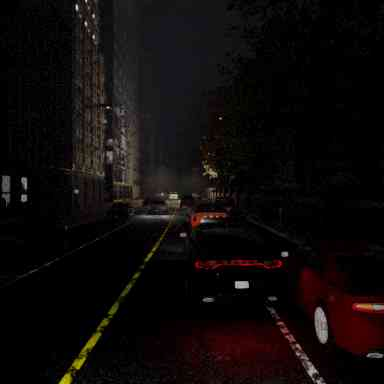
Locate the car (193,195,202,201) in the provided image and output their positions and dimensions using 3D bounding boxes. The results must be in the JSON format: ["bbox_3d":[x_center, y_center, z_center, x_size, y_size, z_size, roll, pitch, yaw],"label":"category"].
[{"bbox_3d":[1.281,1.375,78.323,2.008,1.369,4.403,0,0,-1],"label":"car"}]

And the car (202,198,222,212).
[{"bbox_3d":[2.258,1.488,39.417,2.008,1.369,4.403,0,0,-1],"label":"car"}]

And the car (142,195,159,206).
[{"bbox_3d":[-6.551,1.486,50.581,1.802,1.307,4.206,0,0,-1],"label":"car"}]

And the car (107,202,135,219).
[{"bbox_3d":[-5.993,1.532,28.341,1.947,1.339,4.313,0,0,-1],"label":"car"}]

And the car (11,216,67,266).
[{"bbox_3d":[-5.817,1.561,11.595,1.947,1.339,4.313,0,0,0],"label":"car"}]

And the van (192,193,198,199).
[{"bbox_3d":[0.864,1.108,94.997,1.690,1.788,3.998,0,0,-1],"label":"van"}]

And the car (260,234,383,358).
[{"bbox_3d":[2.701,1.544,6.077,1.887,1.381,4.507,0,0,0],"label":"car"}]

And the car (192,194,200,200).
[{"bbox_3d":[1.003,1.227,89.440,1.967,1.590,4.097,0,0,-1],"label":"car"}]

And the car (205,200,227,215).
[{"bbox_3d":[2.397,1.535,33.860,1.802,1.307,4.206,0,0,-1],"label":"car"}]

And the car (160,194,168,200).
[{"bbox_3d":[-7.527,1.336,89.490,2.008,1.369,4.403,0,0,-1],"label":"car"}]

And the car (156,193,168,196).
[{"bbox_3d":[-7.107,1.154,72.813,2.192,1.841,5.009,0,0,-1],"label":"car"}]

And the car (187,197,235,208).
[{"bbox_3d":[0.906,1.338,18.350,2.097,1.767,4.553,0,0,0],"label":"car"}]

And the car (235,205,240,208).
[{"bbox_3d":[2.650,1.562,22.735,1.802,1.307,4.206,0,0,-1],"label":"car"}]

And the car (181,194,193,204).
[{"bbox_3d":[-0.945,1.231,59.606,2.097,1.767,4.553,0,0,-1],"label":"car"}]

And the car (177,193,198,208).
[{"bbox_3d":[-0.597,1.269,46.379,2.097,1.767,4.553,0,0,-1],"label":"car"}]

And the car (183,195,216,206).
[{"bbox_3d":[0.696,1.328,24.399,2.097,1.767,4.553,0,0,1],"label":"car"}]

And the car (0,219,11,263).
[{"bbox_3d":[-5.824,1.314,6.033,2.192,1.841,5.009,0,0,0],"label":"car"}]

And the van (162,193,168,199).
[{"bbox_3d":[-7.665,1.106,95.049,1.690,1.788,3.998,0,0,-1],"label":"van"}]

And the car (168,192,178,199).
[{"bbox_3d":[-4.475,1.037,80.680,2.150,2.045,5.566,0,0,-1],"label":"car"}]

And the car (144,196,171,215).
[{"bbox_3d":[-3.396,1.478,33.705,1.812,1.442,4.674,0,0,-1],"label":"car"}]

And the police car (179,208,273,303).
[{"bbox_3d":[0.739,1.423,8.423,1.930,1.638,5.238,0,0,-3],"label":"police car"}]
